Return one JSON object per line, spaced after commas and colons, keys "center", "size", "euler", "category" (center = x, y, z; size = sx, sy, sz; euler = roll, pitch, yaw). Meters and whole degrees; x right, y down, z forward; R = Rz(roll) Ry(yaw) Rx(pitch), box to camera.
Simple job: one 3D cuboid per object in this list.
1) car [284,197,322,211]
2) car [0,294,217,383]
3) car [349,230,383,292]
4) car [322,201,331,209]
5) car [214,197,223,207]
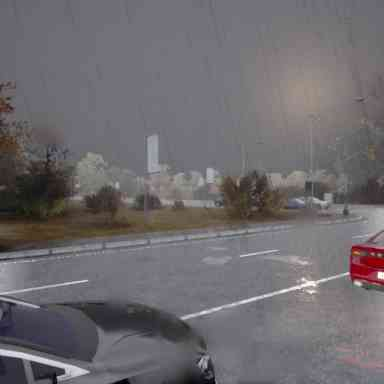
{"center": [11.113, 1.334, 37.009], "size": [2.033, 1.411, 5.357], "euler": [-1, 0, -39], "category": "car"}
{"center": [-2.007, 1.492, 2.299], "size": [4.902, 1.511, 2.128], "euler": [0, 0, -35], "category": "car"}
{"center": [5.709, 1.445, 7.814], "size": [5.008, 1.535, 1.882], "euler": [0, 0, -36], "category": "car"}
{"center": [13.898, 1.281, 39.162], "size": [1.812, 1.442, 4.674], "euler": [-1, 0, -39], "category": "car"}
{"center": [5.056, 1.296, 44.561], "size": [1.837, 1.490, 4.892], "euler": [-1, 0, -39], "category": "car"}
